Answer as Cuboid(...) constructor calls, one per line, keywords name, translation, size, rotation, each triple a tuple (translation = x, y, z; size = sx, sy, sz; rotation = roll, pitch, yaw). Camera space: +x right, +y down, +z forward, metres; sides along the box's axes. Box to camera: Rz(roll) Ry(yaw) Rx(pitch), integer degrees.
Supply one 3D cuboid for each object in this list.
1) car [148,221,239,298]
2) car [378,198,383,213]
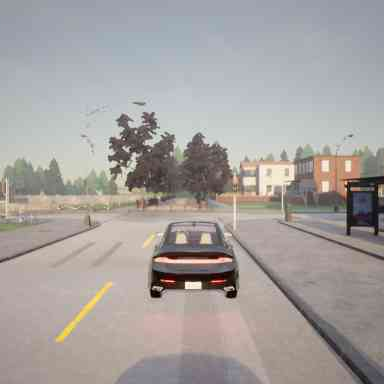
Cuboid(name="car", translation=(0.049, 1.492, 8.484), size=(2.128, 1.511, 4.902), rotation=(0, 0, 1))
Cuboid(name="car", translation=(18.442, 1.352, 33.377), size=(4.553, 1.767, 2.097), rotation=(0, 0, 0))
